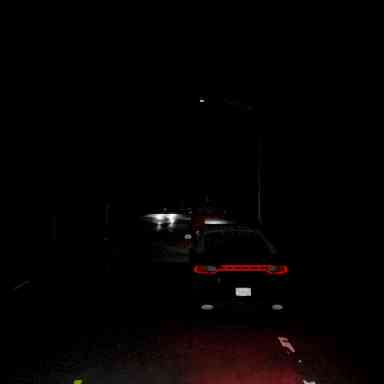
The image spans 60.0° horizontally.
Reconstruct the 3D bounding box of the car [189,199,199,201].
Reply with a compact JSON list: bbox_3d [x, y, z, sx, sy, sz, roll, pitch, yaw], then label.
[{"bbox_3d":[0.881,1.490,23.901,1.837,1.490,4.892,0,0,0],"label":"car"}]

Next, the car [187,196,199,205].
[{"bbox_3d":[0.141,1.451,58.938,2.033,1.411,5.357,0,1,0],"label":"car"}]

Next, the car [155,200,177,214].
[{"bbox_3d":[-2.666,1.541,34.889,1.994,1.385,4.181,0,0,0],"label":"car"}]

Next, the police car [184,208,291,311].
[{"bbox_3d":[0.843,1.420,8.007,1.930,1.638,5.238,0,0,0],"label":"police car"}]

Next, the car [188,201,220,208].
[{"bbox_3d":[0.867,1.467,17.900,1.882,1.535,5.008,0,0,0],"label":"car"}]

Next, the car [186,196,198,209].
[{"bbox_3d":[0.126,1.444,45.640,1.882,1.535,5.008,0,0,1],"label":"car"}]
